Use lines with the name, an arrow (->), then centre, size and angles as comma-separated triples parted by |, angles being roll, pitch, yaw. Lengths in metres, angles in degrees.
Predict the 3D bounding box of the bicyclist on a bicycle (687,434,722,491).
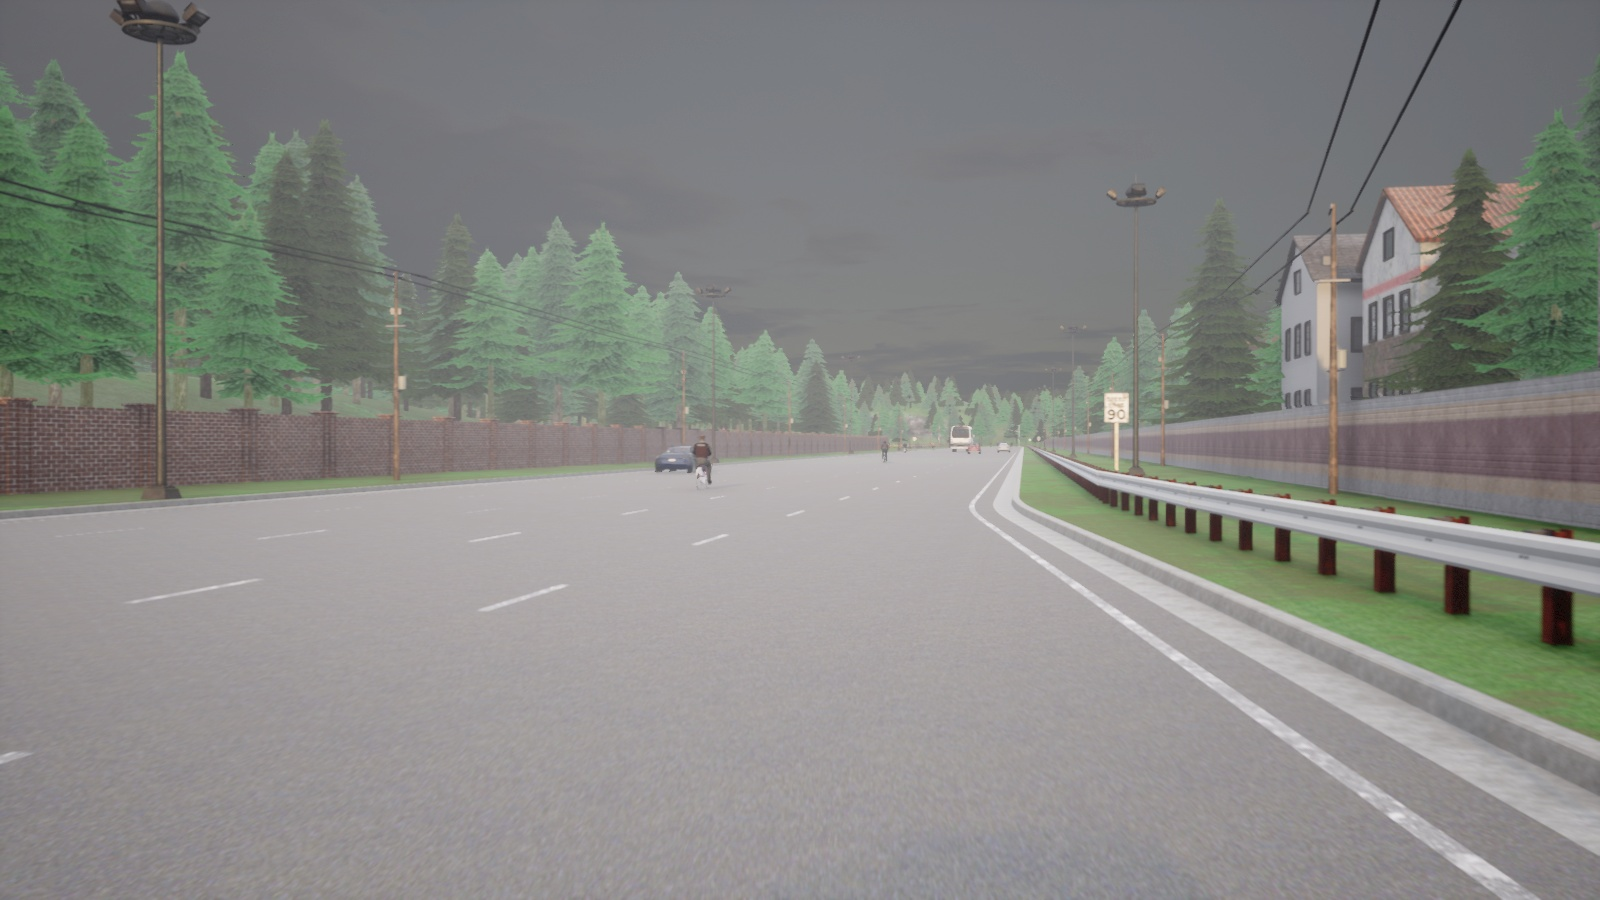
bicyclist on a bicycle -> -3.024, 0.390, 39.962 | 0.659, 1.776, 1.843 | 0, 0, 10

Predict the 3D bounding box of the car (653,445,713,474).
car -> -5.890, 0.446, 63.763 | 1.994, 1.385, 4.181 | 0, 0, 10
